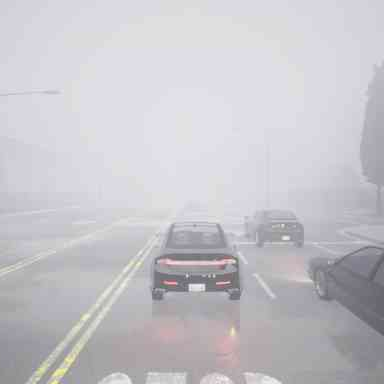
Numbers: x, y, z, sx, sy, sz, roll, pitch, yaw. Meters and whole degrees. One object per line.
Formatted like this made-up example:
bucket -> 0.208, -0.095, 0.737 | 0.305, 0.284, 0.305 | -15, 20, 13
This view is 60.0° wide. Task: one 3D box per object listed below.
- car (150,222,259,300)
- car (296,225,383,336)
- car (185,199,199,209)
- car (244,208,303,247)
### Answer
car -> 0.080, 1.491, 8.357 | 2.128, 1.511, 4.902 | 0, 0, 0
car -> 3.587, 1.547, 5.312 | 2.033, 1.411, 5.357 | 0, 0, 0
car -> -0.008, 1.601, 44.127 | 1.895, 1.301, 4.718 | 0, 0, 0
car -> 3.563, 1.505, 15.058 | 1.837, 1.490, 4.892 | 0, 0, 0
